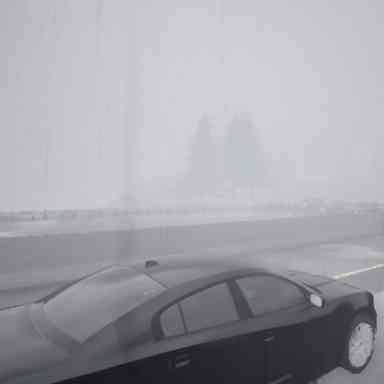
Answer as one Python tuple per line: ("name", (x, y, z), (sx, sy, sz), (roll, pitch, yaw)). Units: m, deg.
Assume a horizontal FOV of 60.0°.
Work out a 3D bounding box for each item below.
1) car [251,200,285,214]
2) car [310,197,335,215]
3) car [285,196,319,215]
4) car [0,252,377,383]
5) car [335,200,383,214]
("car", (8.598, 1.584, 35.894), (4.718, 1.301, 1.895), (0, 0, -35))
("car", (13.577, 1.474, 30.816), (4.902, 1.511, 2.128), (0, 0, -35))
("car", (12.072, 1.334, 34.025), (4.553, 1.767, 2.097), (0, 0, -35))
("car", (0.250, 1.476, 3.929), (5.008, 1.535, 1.882), (0, 0, -36))
("car", (13.955, 1.491, 26.816), (4.892, 1.490, 1.837), (1, 0, -35))
